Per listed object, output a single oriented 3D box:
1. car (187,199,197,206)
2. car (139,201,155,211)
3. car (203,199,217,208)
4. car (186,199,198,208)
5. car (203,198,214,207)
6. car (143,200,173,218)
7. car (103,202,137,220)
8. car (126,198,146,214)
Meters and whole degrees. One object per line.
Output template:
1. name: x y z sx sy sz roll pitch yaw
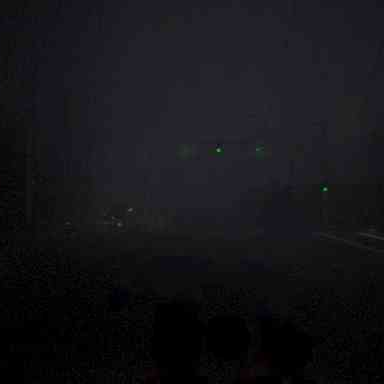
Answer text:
1. car: 0.016 2.296 72.036 1.994 1.385 4.181 0 -1 0
2. car: -7.077 2.155 53.004 1.837 1.490 4.892 0 -1 0
3. car: 3.619 2.312 62.391 2.033 1.411 5.357 0 -1 0
4. car: 0.014 2.264 61.926 1.837 1.490 4.892 0 -1 0
5. car: 3.519 2.245 72.615 2.097 1.767 4.553 0 -1 0
6. car: -3.590 1.932 35.859 2.128 1.511 4.902 0 -1 0
7. car: -7.093 1.945 32.424 2.033 1.411 5.357 0 -1 0
8. car: -7.090 1.744 42.615 2.150 2.045 5.566 0 -1 0
